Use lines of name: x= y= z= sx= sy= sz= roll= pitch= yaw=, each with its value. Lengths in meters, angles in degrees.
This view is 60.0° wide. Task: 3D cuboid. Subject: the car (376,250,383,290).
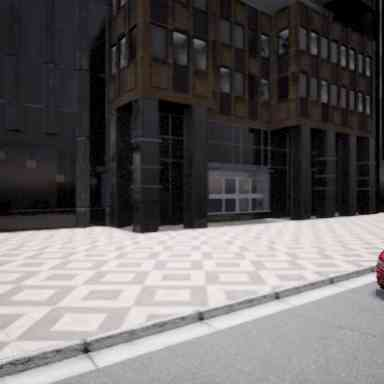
car: x=6.272 y=1.477 z=7.841 sx=5.008 sy=1.535 sz=1.882 roll=0 pitch=0 yaw=-35
